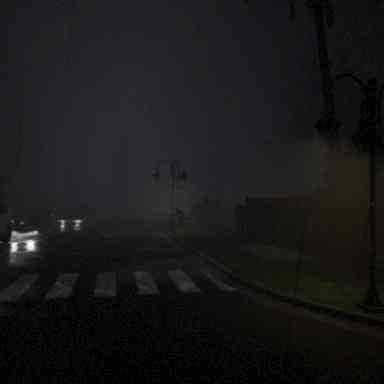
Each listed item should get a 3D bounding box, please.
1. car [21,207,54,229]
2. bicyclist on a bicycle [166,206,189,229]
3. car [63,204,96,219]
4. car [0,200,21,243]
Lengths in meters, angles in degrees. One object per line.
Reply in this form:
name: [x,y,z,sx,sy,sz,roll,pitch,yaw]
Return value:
car: [-11.679,1.847,24.637,2.128,1.511,4.902,1,-1,-8]
bicyclist on a bicycle: [-0.992,1.856,23.588,1.656,1.620,0.582,1,-1,-13]
car: [-12.296,2.107,36.658,1.882,1.535,5.008,1,-1,7]
car: [-9.579,1.379,14.508,2.150,2.045,5.566,2,-1,-13]
